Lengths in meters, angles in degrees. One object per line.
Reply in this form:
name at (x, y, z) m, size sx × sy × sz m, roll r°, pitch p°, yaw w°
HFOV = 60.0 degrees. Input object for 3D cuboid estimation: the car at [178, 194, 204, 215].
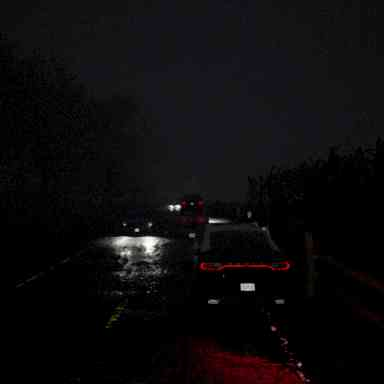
car at (0.017, 1.216, 33.838) m, size 2.150 × 2.045 × 5.566 m, roll 0°, pitch 0°, yaw 0°

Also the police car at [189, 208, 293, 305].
police car at (0.950, 1.423, 8.281) m, size 1.930 × 1.638 × 5.238 m, roll 0°, pitch 0°, yaw 0°

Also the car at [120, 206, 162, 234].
car at (-2.777, 1.543, 19.463) m, size 2.033 × 1.411 × 5.357 m, roll 0°, pitch 0°, yaw 0°

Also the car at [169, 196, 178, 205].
car at (-2.827, 1.485, 56.486) m, size 2.128 × 1.511 × 4.902 m, roll 0°, pitch 0°, yaw 0°
